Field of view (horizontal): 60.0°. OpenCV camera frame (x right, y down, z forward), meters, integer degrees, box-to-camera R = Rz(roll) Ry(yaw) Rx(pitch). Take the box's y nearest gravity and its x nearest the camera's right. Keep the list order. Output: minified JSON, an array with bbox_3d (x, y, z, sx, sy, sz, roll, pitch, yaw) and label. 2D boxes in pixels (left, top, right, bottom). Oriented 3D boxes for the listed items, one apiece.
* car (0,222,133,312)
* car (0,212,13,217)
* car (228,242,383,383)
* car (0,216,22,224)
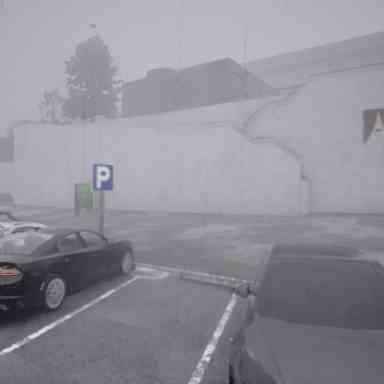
[{"bbox_3d":[-3.143,1.558,8.029,2.097,1.535,5.008,-1,-1,15],"label":"car"},{"bbox_3d":[-8.015,1.486,11.552,2.185,1.767,4.553,0,-1,16],"label":"car"},{"bbox_3d":[1.745,1.526,4.521,2.163,1.488,4.792,0,-1,15],"label":"car"},{"bbox_3d":[-5.580,1.626,9.779,2.002,1.452,4.674,0,-1,16],"label":"car"}]
